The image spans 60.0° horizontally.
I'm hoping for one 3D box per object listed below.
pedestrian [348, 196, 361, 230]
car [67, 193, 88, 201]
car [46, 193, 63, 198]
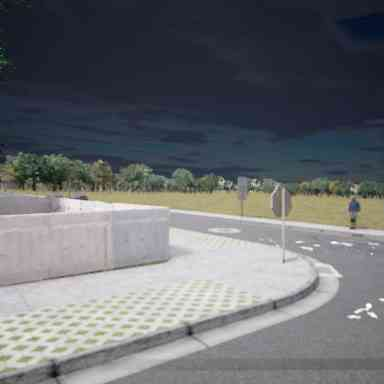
[{"bbox_3d":[8.516,1.066,17.597,0.375,1.860,0.375,1,-1,-36],"label":"pedestrian"},{"bbox_3d":[-15.957,0.914,46.365,1.837,1.490,4.892,1,1,-36],"label":"car"},{"bbox_3d":[-23.303,0.787,56.488,2.033,1.411,5.357,1,0,-36],"label":"car"}]
